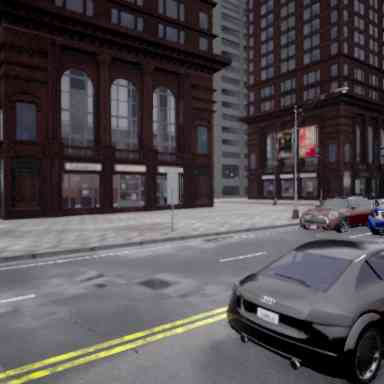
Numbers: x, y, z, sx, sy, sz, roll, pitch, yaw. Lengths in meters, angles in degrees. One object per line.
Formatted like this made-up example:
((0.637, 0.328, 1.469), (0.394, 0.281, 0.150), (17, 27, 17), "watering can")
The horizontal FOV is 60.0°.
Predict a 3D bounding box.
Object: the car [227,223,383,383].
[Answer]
((2.565, 1.463, 5.293), (4.181, 1.385, 1.994), (-1, 1, -36), "car")

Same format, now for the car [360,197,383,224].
((10.210, 0.904, 15.005), (5.566, 2.045, 2.150), (-1, 1, -35), "car")

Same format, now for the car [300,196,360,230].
((7.623, 1.049, 17.151), (4.553, 1.767, 2.097), (-1, 1, -35), "car")
